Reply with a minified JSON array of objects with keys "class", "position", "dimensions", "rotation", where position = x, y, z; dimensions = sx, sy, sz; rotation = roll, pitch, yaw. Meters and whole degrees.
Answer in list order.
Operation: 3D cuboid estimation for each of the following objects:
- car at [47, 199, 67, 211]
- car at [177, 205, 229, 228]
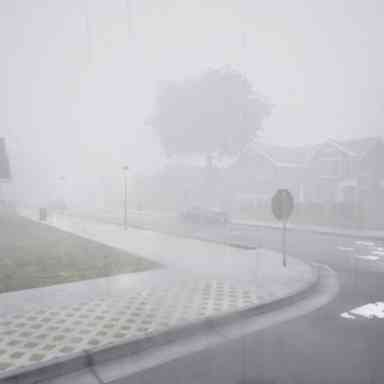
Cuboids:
[{"class":"car","position":[-18.953,1.808,46.709],"dimensions":[1.837,1.490,4.892],"rotation":[0,0,-35]},{"class":"car","position":[0.702,1.632,23.304],"dimensions":[1.812,1.442,4.674],"rotation":[0,0,-33]}]
